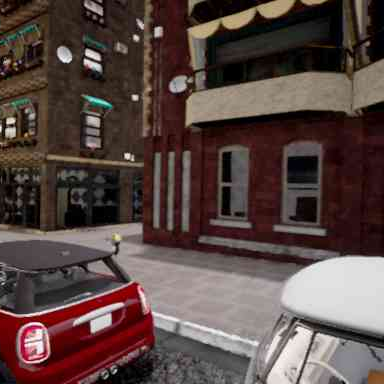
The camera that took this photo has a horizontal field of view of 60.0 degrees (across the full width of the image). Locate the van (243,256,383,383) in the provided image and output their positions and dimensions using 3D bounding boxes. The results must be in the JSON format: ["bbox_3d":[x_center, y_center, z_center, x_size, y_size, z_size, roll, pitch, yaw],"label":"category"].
[{"bbox_3d":[2.081,1.351,1.356,3.998,1.788,1.690,1,1,36],"label":"van"}]

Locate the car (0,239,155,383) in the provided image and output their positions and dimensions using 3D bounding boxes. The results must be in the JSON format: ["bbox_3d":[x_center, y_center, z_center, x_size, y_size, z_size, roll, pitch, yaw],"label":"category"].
[{"bbox_3d":[-2.543,1.407,4.687,4.097,1.590,1.967,1,1,36],"label":"car"}]
